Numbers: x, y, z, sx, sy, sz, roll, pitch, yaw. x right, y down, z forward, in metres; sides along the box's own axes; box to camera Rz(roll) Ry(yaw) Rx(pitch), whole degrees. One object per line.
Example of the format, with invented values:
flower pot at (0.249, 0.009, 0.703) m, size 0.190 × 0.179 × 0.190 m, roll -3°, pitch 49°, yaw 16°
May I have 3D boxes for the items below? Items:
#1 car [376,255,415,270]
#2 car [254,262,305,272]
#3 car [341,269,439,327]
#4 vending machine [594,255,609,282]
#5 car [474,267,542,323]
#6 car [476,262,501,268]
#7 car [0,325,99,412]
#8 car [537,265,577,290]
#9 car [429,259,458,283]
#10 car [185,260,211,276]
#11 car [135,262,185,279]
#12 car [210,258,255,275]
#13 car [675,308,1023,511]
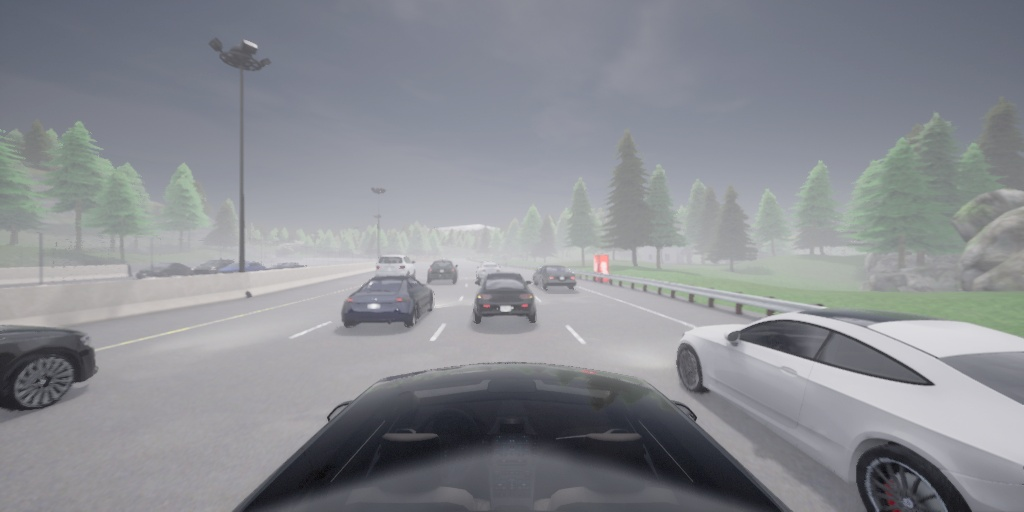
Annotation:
car at (-8.667, 0.938, 26.980) m, size 2.150 × 2.045 × 5.566 m, roll 0°, pitch 0°, yaw -8°
car at (-20.127, 1.277, 31.890) m, size 2.033 × 1.411 × 5.357 m, roll 0°, pitch 0°, yaw -9°
car at (-3.765, 1.302, 11.530) m, size 1.994 × 1.385 × 4.181 m, roll 0°, pitch 0°, yaw -3°
vending machine at (6.865, 0.881, 27.582) m, size 1.100 × 2.100 × 0.880 m, roll 0°, pitch 0°, yaw -7°
car at (-0.279, 1.256, 12.016) m, size 1.812 × 1.442 × 4.674 m, roll 0°, pitch 0°, yaw -3°
car at (-1.818, 1.226, 28.561) m, size 1.812 × 1.442 × 4.674 m, roll 0°, pitch 0°, yaw -7°
car at (-6.997, 1.252, 3.203) m, size 2.128 × 1.511 × 4.902 m, roll 0°, pitch 0°, yaw 0°
car at (2.484, 1.253, 22.075) m, size 2.033 × 1.411 × 5.357 m, roll 0°, pitch 0°, yaw -6°
car at (-5.200, 1.061, 27.355) m, size 2.097 × 1.767 × 4.553 m, roll 0°, pitch 0°, yaw -7°
car at (-27.551, 1.092, 33.519) m, size 2.097 × 1.767 × 4.553 m, roll 0°, pitch 0°, yaw -10°
car at (-30.823, 1.275, 31.974) m, size 1.812 × 1.442 × 4.674 m, roll 0°, pitch 0°, yaw -10°
car at (-23.669, 1.214, 31.589) m, size 1.882 × 1.535 × 5.008 m, roll 0°, pitch 0°, yaw -9°
car at (3.486, 1.265, 3.688) m, size 1.812 × 1.442 × 4.674 m, roll 0°, pitch 0°, yaw -1°
